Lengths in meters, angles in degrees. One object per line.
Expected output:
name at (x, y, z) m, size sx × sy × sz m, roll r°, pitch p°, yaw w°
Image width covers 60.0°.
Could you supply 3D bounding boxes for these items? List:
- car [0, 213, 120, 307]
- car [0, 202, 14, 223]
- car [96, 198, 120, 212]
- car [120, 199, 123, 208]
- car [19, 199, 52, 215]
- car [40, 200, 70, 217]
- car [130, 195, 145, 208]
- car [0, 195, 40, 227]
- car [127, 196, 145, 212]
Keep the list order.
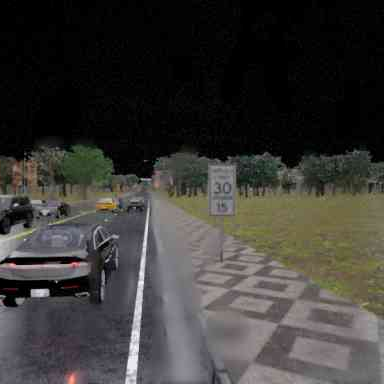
car at (-2.874, 1.499, 8.035) m, size 2.128 × 1.511 × 4.902 m, roll 0°, pitch 0°, yaw -7°
car at (-14.824, 1.497, 24.169) m, size 1.812 × 1.442 × 4.674 m, roll 0°, pitch 0°, yaw -7°
car at (-9.983, 1.509, 38.985) m, size 1.882 × 1.535 × 5.008 m, roll 0°, pitch 0°, yaw -7°
car at (-11.313, 1.594, 49.171) m, size 2.033 × 1.411 × 5.357 m, roll 0°, pitch 0°, yaw -7°
car at (-16.046, 1.512, 34.389) m, size 1.812 × 1.442 × 4.674 m, roll 0°, pitch 0°, yaw -9°
car at (-12.186, 1.489, 29.300) m, size 2.128 × 1.511 × 4.902 m, roll 0°, pitch 0°, yaw -7°
car at (-8.161, 1.419, 50.338) m, size 2.097 × 1.767 × 4.553 m, roll 0°, pitch 0°, yaw -7°
car at (-10.904, 1.205, 19.000) m, size 2.150 × 2.045 × 5.566 m, roll 0°, pitch 0°, yaw -7°
car at (-6.892, 1.558, 40.528) m, size 1.837 × 1.490 × 4.892 m, roll 0°, pitch 0°, yaw -7°
